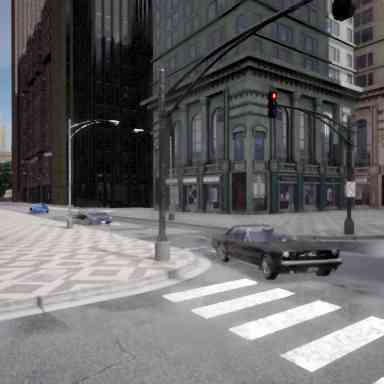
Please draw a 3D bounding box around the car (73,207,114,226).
[{"bbox_3d":[-8.432,2.012,28.018,2.033,1.411,5.357,0,-1,-35],"label":"car"}]

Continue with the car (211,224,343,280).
[{"bbox_3d":[2.283,1.680,10.268,1.895,1.301,4.718,1,-3,-18],"label":"car"}]

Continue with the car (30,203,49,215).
[{"bbox_3d":[-21.256,2.329,46.255,1.882,1.535,5.008,0,-1,-35],"label":"car"}]
